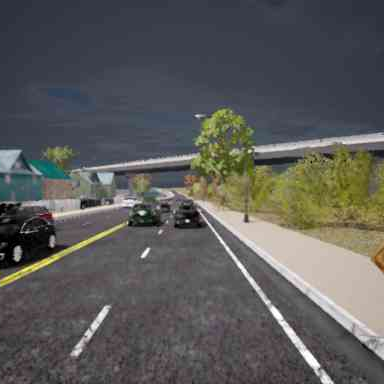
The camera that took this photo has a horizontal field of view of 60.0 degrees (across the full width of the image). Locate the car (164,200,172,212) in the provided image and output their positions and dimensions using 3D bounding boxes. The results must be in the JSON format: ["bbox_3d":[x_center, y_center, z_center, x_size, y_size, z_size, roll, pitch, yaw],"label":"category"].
[{"bbox_3d":[-3.857,1.866,44.978,2.128,1.511,4.902,-1,0,-1],"label":"car"}]

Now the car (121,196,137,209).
[{"bbox_3d":[-10.678,1.800,57.617,2.150,2.045,5.566,-1,0,0],"label":"car"}]

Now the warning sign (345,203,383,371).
[{"bbox_3d":[2.835,1.100,4.141,1.300,1.860,1.060,1,1,-1],"label":"warning sign"}]

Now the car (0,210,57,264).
[{"bbox_3d":[-6.733,1.688,12.569,1.837,1.490,4.892,-1,0,-1],"label":"car"}]

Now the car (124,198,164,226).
[{"bbox_3d":[-3.604,1.579,25.977,2.097,1.767,4.553,-1,-1,0],"label":"car"}]

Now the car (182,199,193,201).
[{"bbox_3d":[-0.582,1.658,42.810,2.097,1.767,4.553,-1,-1,-1],"label":"car"}]

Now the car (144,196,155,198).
[{"bbox_3d":[-7.432,1.752,57.750,2.150,2.045,5.566,-1,0,0],"label":"car"}]

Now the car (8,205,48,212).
[{"bbox_3d":[-10.105,1.637,20.048,2.097,1.767,4.553,-1,0,0],"label":"car"}]

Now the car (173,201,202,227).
[{"bbox_3d":[-0.339,1.674,24.416,1.837,1.490,4.892,-1,0,-1],"label":"car"}]
